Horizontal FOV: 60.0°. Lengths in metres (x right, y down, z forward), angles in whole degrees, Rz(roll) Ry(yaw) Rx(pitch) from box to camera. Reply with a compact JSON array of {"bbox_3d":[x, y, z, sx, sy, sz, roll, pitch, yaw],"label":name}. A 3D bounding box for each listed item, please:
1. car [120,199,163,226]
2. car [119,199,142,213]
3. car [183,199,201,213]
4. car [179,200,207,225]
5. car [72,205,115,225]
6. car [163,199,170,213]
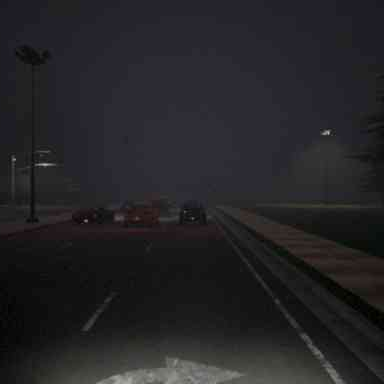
[{"bbox_3d":[-3.436,1.490,23.282,1.882,1.535,5.008,0,0,0],"label":"car"},{"bbox_3d":[-7.027,1.584,38.452,1.994,1.385,4.181,0,0,-1],"label":"car"},{"bbox_3d":[-0.033,1.584,38.564,1.994,1.385,4.181,0,0,0],"label":"car"},{"bbox_3d":[0.066,1.502,23.817,2.128,1.511,4.902,0,0,0],"label":"car"},{"bbox_3d":[-6.931,1.613,24.011,1.895,1.301,4.718,0,0,0],"label":"car"},{"bbox_3d":[-3.504,1.496,36.581,1.882,1.535,5.008,0,0,0],"label":"car"}]
